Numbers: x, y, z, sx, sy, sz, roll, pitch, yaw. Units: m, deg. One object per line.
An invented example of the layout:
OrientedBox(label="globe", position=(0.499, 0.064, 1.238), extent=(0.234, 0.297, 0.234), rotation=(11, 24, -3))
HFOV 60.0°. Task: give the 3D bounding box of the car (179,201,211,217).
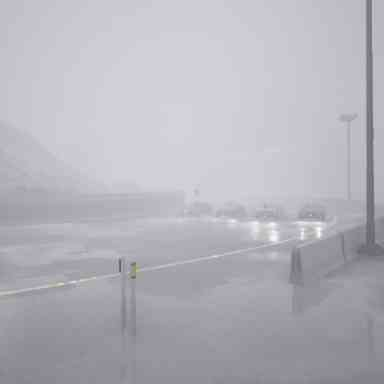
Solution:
OrientedBox(label="car", position=(0.463, 1.602, 31.921), extent=(2.128, 1.511, 4.902), rotation=(-1, 0, 25))

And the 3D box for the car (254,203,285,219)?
OrientedBox(label="car", position=(6.817, 1.667, 28.966), extent=(1.895, 1.301, 4.718), rotation=(0, 0, 25))

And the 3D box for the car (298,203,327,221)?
OrientedBox(label="car", position=(10.010, 1.611, 27.530), extent=(1.994, 1.385, 4.181), rotation=(0, 0, 25))

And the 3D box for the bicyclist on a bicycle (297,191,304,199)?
OrientedBox(label="bicyclist on a bicycle", position=(28.746, 0.749, 88.316), extent=(1.656, 1.620, 0.582), rotation=(26, -15, -31))

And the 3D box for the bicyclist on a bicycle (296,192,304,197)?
OrientedBox(label="bicyclist on a bicycle", position=(29.043, 0.752, 87.825), extent=(1.656, 1.620, 0.582), rotation=(24, -12, -30))

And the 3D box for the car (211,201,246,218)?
OrientedBox(label="car", position=(3.643, 1.599, 30.461), extent=(1.812, 1.442, 4.674), rotation=(-1, -1, 25))

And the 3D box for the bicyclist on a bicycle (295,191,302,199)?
OrientedBox(label="bicyclist on a bicycle", position=(28.475, 0.752, 88.752), extent=(1.656, 1.620, 0.582), rotation=(27, -13, -30))
